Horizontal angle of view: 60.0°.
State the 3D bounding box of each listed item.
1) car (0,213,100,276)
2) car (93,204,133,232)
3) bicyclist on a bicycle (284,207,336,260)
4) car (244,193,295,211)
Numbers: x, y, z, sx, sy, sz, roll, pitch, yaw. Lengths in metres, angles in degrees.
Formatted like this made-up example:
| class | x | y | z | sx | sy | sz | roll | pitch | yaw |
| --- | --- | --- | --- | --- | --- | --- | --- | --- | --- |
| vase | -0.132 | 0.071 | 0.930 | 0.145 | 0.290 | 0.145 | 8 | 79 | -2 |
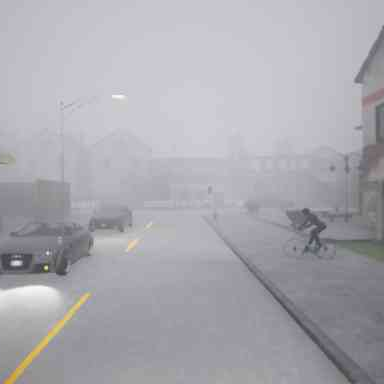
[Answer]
| class | x | y | z | sx | sy | sz | roll | pitch | yaw |
| --- | --- | --- | --- | --- | --- | --- | --- | --- | --- |
| car | -4.442 | 1.590 | 10.289 | 1.994 | 1.385 | 4.181 | 0 | 0 | -2 |
| car | -4.797 | 1.496 | 20.273 | 1.882 | 1.535 | 5.008 | 0 | 0 | -2 |
| bicyclist on a bicycle | 3.684 | 1.308 | 10.351 | 1.656 | 1.620 | 0.582 | 0 | 0 | -2 |
| car | 8.640 | 1.117 | 37.575 | 5.566 | 2.045 | 2.150 | -1 | 0 | -1 |
